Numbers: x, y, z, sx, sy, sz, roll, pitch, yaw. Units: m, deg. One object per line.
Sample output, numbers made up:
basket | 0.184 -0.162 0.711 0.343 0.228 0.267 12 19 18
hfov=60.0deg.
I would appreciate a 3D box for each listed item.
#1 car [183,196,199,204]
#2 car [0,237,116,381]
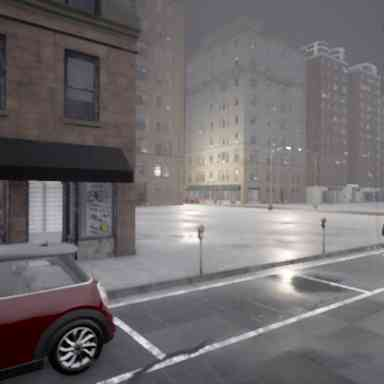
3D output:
car | -0.489 1.510 62.624 1.812 1.442 4.674 0 0 -36
car | -3.125 1.438 3.959 4.097 1.590 1.967 0 0 -35
